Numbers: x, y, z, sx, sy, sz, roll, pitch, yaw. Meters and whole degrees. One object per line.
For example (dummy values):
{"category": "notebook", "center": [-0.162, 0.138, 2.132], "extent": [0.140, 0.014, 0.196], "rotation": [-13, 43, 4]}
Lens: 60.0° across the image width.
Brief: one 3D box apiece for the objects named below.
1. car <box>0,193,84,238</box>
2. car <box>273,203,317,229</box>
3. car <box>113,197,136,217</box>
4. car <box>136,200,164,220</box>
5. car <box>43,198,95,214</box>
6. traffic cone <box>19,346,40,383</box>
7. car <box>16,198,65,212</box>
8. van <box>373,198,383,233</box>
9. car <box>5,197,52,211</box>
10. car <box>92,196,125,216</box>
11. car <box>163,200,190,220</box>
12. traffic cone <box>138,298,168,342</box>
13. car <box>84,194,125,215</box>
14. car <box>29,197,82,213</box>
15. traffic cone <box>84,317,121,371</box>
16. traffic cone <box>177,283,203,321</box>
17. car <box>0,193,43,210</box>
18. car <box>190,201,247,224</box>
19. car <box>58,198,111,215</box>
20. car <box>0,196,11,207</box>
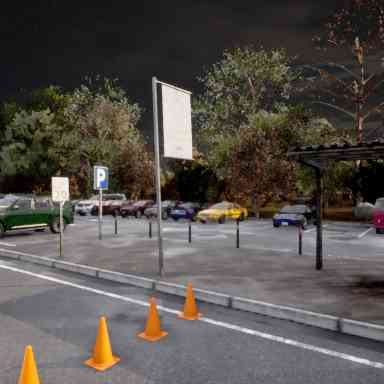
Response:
{"category": "car", "center": [-8.890, 1.221, 17.285], "extent": [2.435, 2.045, 5.566], "rotation": [0, 0, 35]}
{"category": "car", "center": [7.003, 1.513, 22.097], "extent": [2.163, 1.488, 4.792], "rotation": [0, 0, 35]}
{"category": "car", "center": [-4.329, 1.469, 30.108], "extent": [2.097, 1.535, 5.008], "rotation": [0, 0, 35]}
{"category": "car", "center": [-2.058, 1.473, 28.512], "extent": [2.231, 1.521, 4.892], "rotation": [0, 0, 35]}
{"category": "car", "center": [-13.418, 1.455, 36.488], "extent": [2.097, 1.535, 5.008], "rotation": [0, 0, 35]}
{"category": "traffic cone", "center": [-1.758, 1.957, 3.582], "extent": [0.340, 0.580, 0.340], "rotation": [0, 0, 35]}
{"category": "car", "center": [-17.971, 1.469, 39.660], "extent": [2.163, 1.488, 4.792], "rotation": [0, 0, 35]}
{"category": "van", "center": [11.627, 1.264, 19.023], "extent": [1.878, 1.987, 4.442], "rotation": [0, 0, 35]}
{"category": "car", "center": [-20.214, 1.452, 41.309], "extent": [2.163, 1.488, 4.792], "rotation": [0, 0, 35]}
{"category": "car", "center": [-6.600, 1.466, 31.705], "extent": [2.097, 1.535, 5.008], "rotation": [0, 0, 35]}
{"category": "car", "center": [0.225, 1.504, 26.935], "extent": [2.163, 1.488, 4.792], "rotation": [0, 0, 35]}
{"category": "traffic cone", "center": [-0.607, 1.957, 5.214], "extent": [0.340, 0.580, 0.340], "rotation": [0, 0, 35]}
{"category": "car", "center": [-8.889, 1.212, 33.274], "extent": [2.435, 2.045, 5.566], "rotation": [0, 0, 35]}
{"category": "car", "center": [-15.580, 1.444, 38.240], "extent": [1.946, 1.575, 5.366], "rotation": [0, 0, 35]}
{"category": "traffic cone", "center": [-1.182, 1.957, 4.398], "extent": [0.340, 0.580, 0.340], "rotation": [0, 0, 35]}
{"category": "traffic cone", "center": [-0.032, 1.957, 6.030], "extent": [0.340, 0.580, 0.340], "rotation": [0, 0, 36]}
{"category": "car", "center": [-22.515, 1.153, 42.857], "extent": [2.435, 2.045, 5.566], "rotation": [0, 0, 35]}
{"category": "car", "center": [2.372, 1.475, 25.162], "extent": [1.946, 1.575, 5.366], "rotation": [0, 0, 35]}
{"category": "car", "center": [-11.146, 1.461, 34.889], "extent": [2.231, 1.521, 4.892], "rotation": [0, 0, 35]}
{"category": "car", "center": [-29.204, 1.333, 47.824], "extent": [1.946, 1.575, 5.366], "rotation": [1, 0, 35]}
